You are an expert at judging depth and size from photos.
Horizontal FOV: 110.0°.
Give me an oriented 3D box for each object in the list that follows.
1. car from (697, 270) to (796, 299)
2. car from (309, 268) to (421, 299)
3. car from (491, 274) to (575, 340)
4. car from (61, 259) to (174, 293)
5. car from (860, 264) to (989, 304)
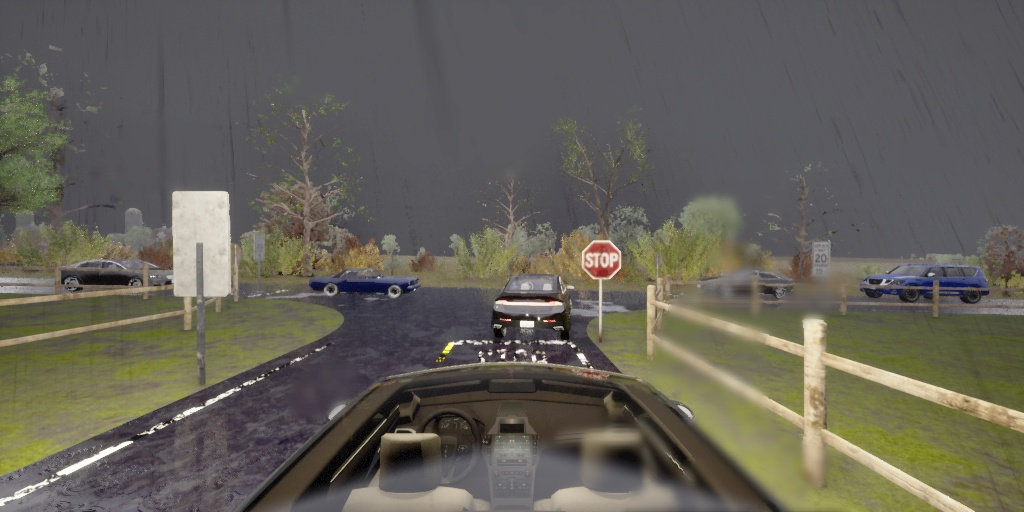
[{"bbox_3d":[12.999,1.525,20.006,4.902,1.511,2.128,1,1,0],"label":"car"},{"bbox_3d":[-6.826,1.248,17.074,4.718,1.301,1.895,1,1,0],"label":"car"},{"bbox_3d":[0.704,1.240,10.044,2.128,1.511,4.902,0,0,9],"label":"car"},{"bbox_3d":[-18.494,0.885,17.087,4.902,1.511,2.128,1,1,0],"label":"car"},{"bbox_3d":[22.894,1.466,19.998,5.566,2.045,2.150,1,1,0],"label":"car"}]
